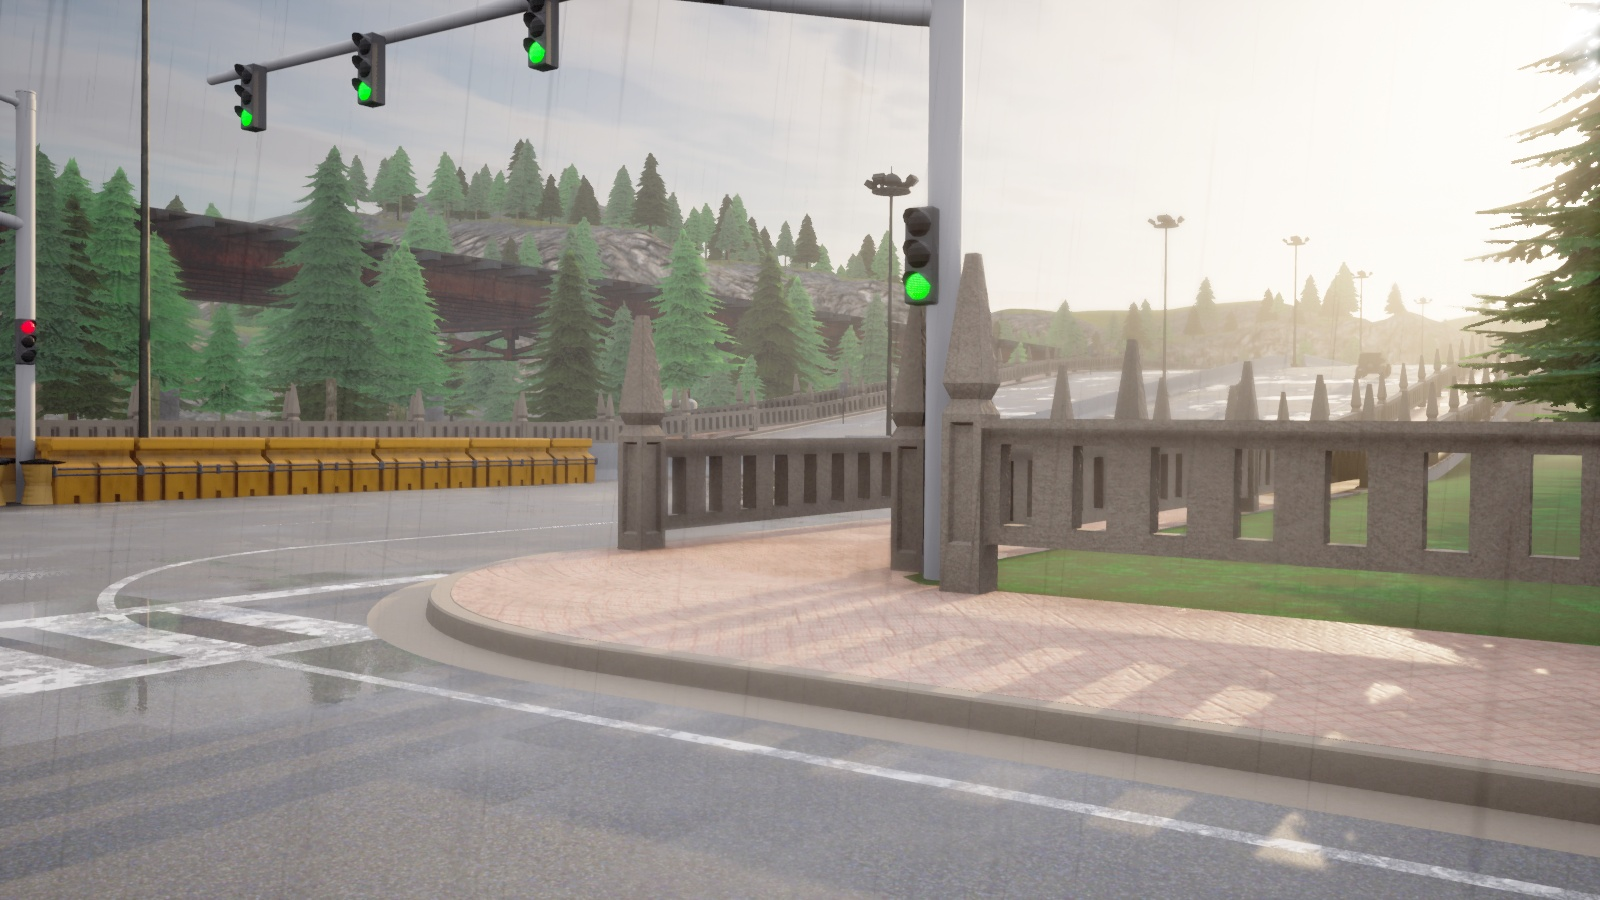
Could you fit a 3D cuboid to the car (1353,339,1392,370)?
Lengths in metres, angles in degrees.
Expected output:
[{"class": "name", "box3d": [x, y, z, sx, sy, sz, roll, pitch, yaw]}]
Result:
[{"class": "car", "box3d": [40.687, -6.819, 89.239, 1.905, 1.878, 3.866, 0, 8, 34]}]
